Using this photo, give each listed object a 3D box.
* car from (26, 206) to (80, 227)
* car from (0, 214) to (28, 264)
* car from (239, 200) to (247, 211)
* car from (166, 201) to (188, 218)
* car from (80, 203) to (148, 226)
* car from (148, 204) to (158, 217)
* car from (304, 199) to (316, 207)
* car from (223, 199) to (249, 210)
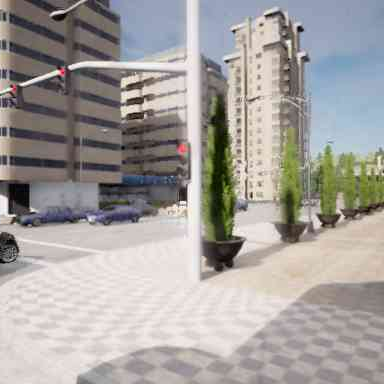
[{"bbox_3d":[-10.512,1.765,24.937,2.033,1.411,5.357,0,0,35],"label":"car"},{"bbox_3d":[-6.801,1.588,9.373,1.837,1.490,4.892,-3,0,-2],"label":"car"},{"bbox_3d":[5.212,1.719,41.129,1.812,1.442,4.674,0,0,35],"label":"car"},{"bbox_3d":[-0.550,1.671,32.988,1.882,1.535,5.008,0,0,35],"label":"car"},{"bbox_3d":[-5.858,1.718,25.428,1.812,1.442,4.674,0,0,35],"label":"car"},{"bbox_3d":[-5.192,1.782,32.477,1.994,1.385,4.181,0,0,35],"label":"car"},{"bbox_3d":[19.140,1.770,54.809,1.895,1.301,4.718,0,0,32],"label":"car"},{"bbox_3d":[6.553,1.744,49.054,1.812,1.442,4.674,0,0,36],"label":"car"}]
